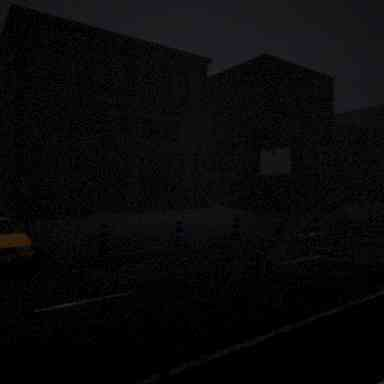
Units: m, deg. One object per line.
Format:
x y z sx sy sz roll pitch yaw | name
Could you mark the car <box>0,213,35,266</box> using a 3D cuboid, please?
-6.590 1.496 11.050 1.946 1.575 5.366 0 0 -36 | car
